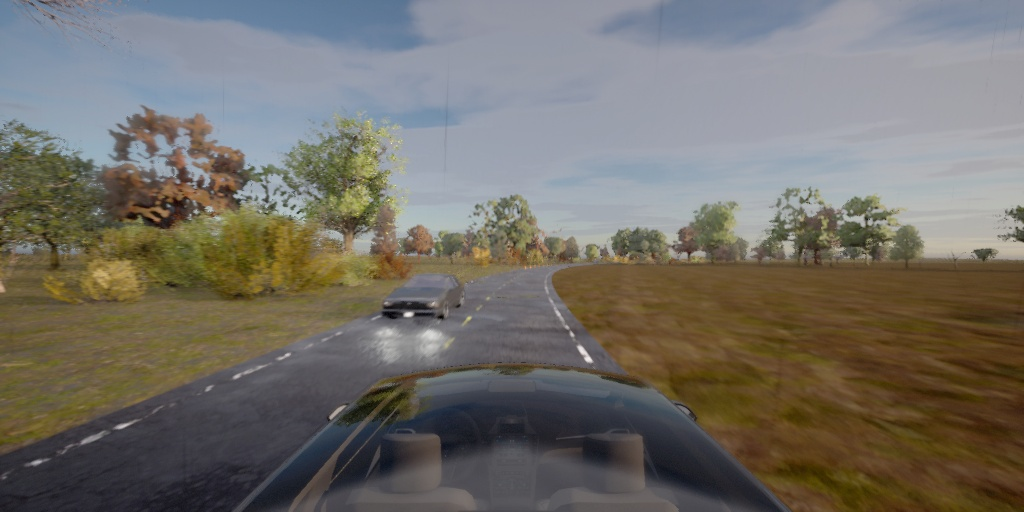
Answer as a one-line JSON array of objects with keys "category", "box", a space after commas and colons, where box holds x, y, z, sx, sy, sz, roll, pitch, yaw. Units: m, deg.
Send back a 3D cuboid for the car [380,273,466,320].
[{"category": "car", "box": [-2.906, 1.329, 13.031, 2.033, 1.411, 5.357, 1, 0, 2]}]
